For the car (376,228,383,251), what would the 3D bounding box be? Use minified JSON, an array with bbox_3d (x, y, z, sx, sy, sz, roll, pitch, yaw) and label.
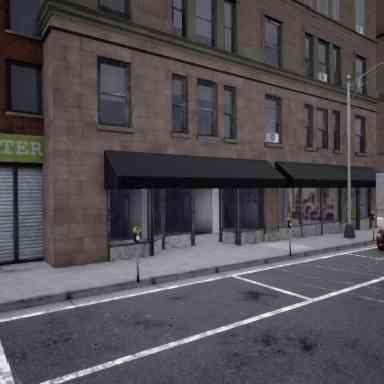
[{"bbox_3d":[8.866,1.540,12.865,4.507,1.381,1.887,0,-1,-35],"label":"car"}]
